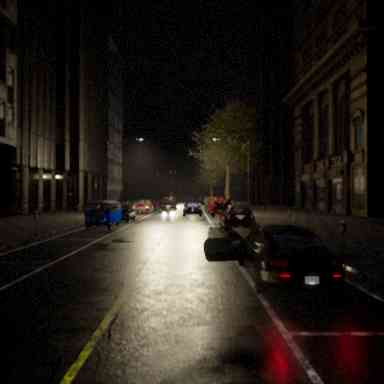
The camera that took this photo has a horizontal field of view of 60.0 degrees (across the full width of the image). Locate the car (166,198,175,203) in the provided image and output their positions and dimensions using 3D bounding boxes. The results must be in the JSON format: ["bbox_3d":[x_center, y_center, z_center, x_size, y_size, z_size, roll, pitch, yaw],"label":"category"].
[{"bbox_3d":[-5.701,2.185,89.181,1.947,1.339,4.313,0,-1,0],"label":"car"}]

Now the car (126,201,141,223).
[{"bbox_3d":[-5.677,1.708,27.155,1.947,1.339,4.313,0,0,0],"label":"car"}]

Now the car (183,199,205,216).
[{"bbox_3d":[0.063,1.754,34.510,1.994,1.385,4.181,0,0,0],"label":"car"}]

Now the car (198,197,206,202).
[{"bbox_3d":[2.822,2.236,94.815,1.947,1.339,4.313,0,-1,0],"label":"car"}]

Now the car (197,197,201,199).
[{"bbox_3d":[0.000,1.754,46.964,1.882,1.535,5.008,0,0,0],"label":"car"}]

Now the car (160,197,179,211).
[{"bbox_3d":[-3.039,1.756,45.056,2.128,1.511,4.902,0,-1,0],"label":"car"}]

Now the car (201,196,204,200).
[{"bbox_3d":[2.840,1.735,49.702,1.967,1.590,4.097,0,0,0],"label":"car"}]

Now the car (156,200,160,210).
[{"bbox_3d":[-5.684,1.801,44.072,1.887,1.381,4.507,0,0,0],"label":"car"}]

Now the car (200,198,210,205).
[{"bbox_3d":[2.830,2.033,72.257,1.947,1.339,4.313,0,-1,0],"label":"car"}]

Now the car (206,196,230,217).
[{"bbox_3d":[2.846,1.494,32.785,2.192,1.841,5.009,0,0,0],"label":"car"}]

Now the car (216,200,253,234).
[{"bbox_3d":[2.851,1.548,21.505,1.967,1.590,4.097,0,0,0],"label":"car"}]

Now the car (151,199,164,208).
[{"bbox_3d":[-5.688,1.917,55.350,1.802,1.307,4.206,0,0,0],"label":"car"}]

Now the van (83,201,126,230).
[{"bbox_3d":[-5.674,1.449,21.518,1.690,1.788,3.998,0,0,0],"label":"van"}]

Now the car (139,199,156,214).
[{"bbox_3d":[-5.682,1.658,38.434,1.967,1.590,4.097,0,0,0],"label":"car"}]

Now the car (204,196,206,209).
[{"bbox_3d":[2.844,1.532,38.424,2.192,1.841,5.009,0,0,0],"label":"car"}]

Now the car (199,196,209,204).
[{"bbox_3d":[2.828,1.832,77.900,2.192,1.841,5.009,0,-1,0],"label":"car"}]

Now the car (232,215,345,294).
[{"bbox_3d":[2.347,1.566,8.808,1.812,1.442,4.674,0,0,0],"label":"car"}]
